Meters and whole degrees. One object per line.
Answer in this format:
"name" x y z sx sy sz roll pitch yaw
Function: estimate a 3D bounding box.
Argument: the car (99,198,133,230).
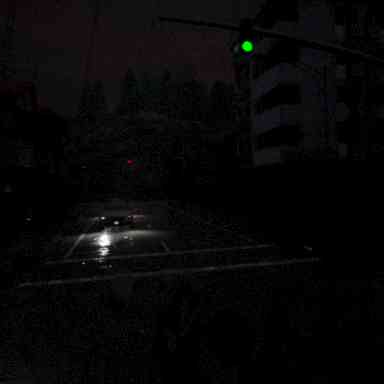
"car" -4.548 1.331 20.032 1.812 1.442 4.674 -2 1 -13
